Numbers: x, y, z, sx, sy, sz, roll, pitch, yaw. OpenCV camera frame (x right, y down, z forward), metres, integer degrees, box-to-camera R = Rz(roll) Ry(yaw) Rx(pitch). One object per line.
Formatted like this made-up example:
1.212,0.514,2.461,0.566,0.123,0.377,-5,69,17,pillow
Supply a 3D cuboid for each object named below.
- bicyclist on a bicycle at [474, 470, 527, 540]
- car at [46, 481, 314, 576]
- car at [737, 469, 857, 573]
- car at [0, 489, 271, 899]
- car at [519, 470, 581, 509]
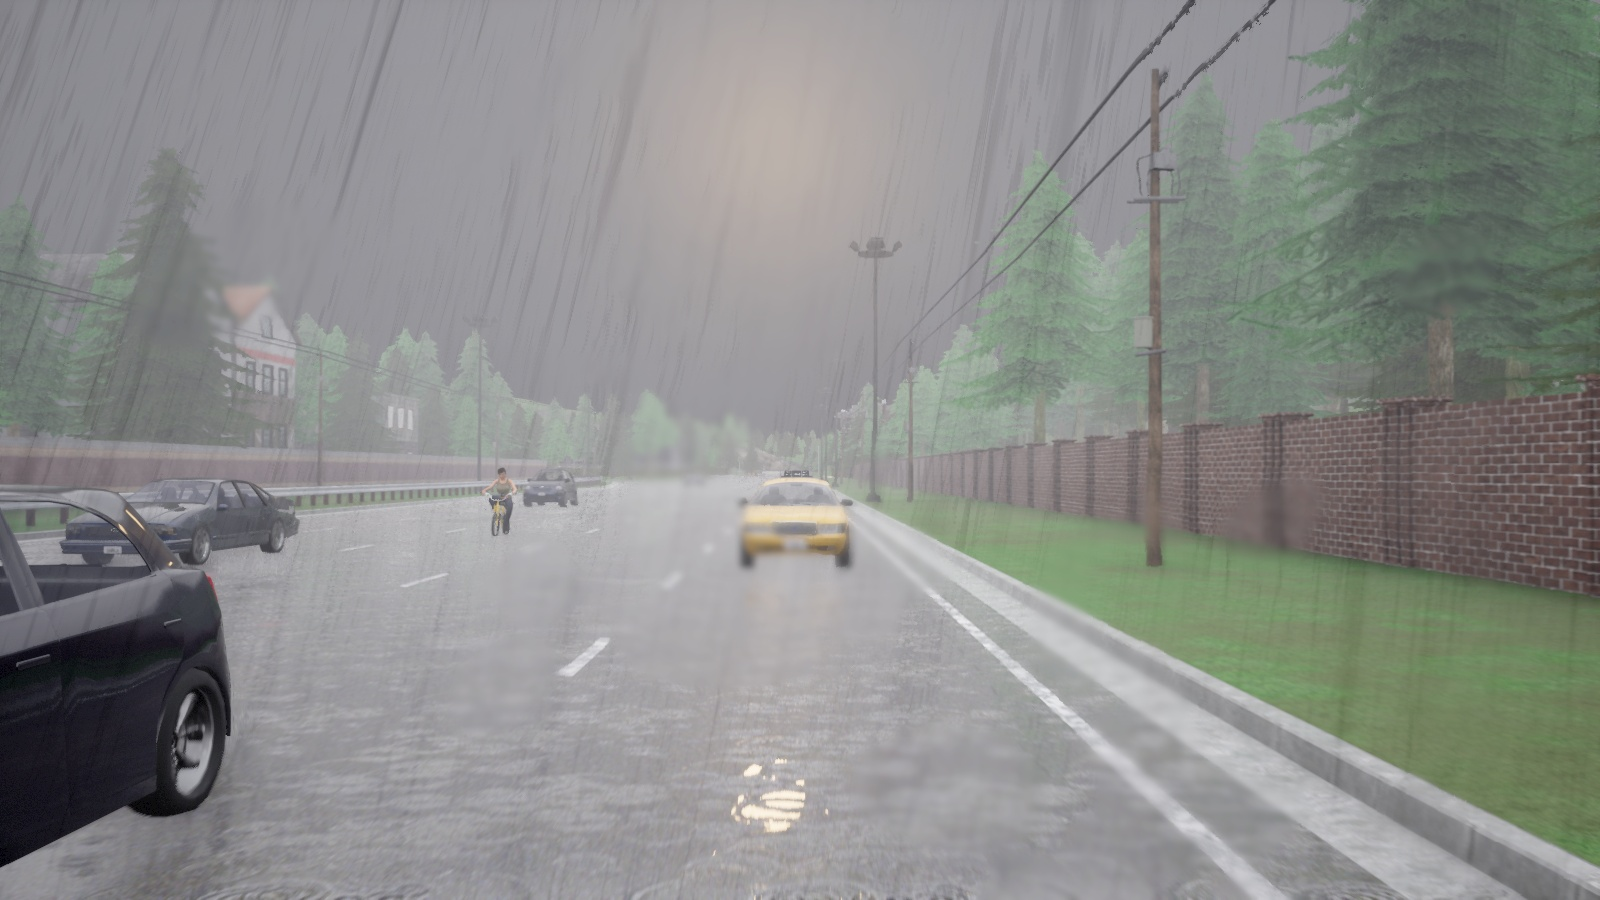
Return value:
-7.019,1.273,29.486,0.866,1.612,1.509,0,-1,1,bicyclist on a bicycle
-10.553,1.272,21.948,2.033,1.411,5.357,0,-1,0,car
-0.052,1.118,21.744,1.801,1.575,5.366,0,-1,0,car
-3.511,0.915,4.325,1.845,1.501,3.633,0,-1,0,car
-10.631,1.653,53.576,1.851,1.617,3.988,0,-1,0,car
